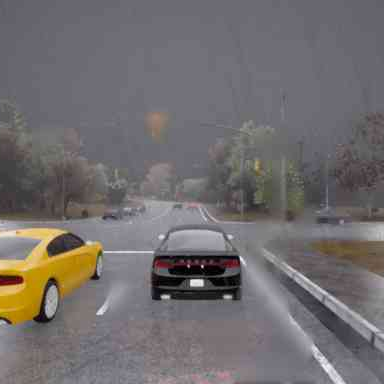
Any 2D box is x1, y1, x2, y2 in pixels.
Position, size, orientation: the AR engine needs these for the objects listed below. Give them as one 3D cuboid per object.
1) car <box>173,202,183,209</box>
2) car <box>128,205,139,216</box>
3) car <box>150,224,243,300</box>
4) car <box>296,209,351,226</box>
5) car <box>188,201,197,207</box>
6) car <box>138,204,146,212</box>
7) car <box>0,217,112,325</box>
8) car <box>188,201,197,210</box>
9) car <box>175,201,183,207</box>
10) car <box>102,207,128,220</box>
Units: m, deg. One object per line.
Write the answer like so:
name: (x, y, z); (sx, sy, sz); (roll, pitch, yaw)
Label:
car: (-3.369, 3.177, 76.721); (1.837, 1.490, 4.892); (0, 0, 0)
car: (-10.491, 3.207, 54.667); (1.812, 1.442, 4.674); (0, -1, 0)
car: (0.098, 1.565, 8.579); (1.882, 1.535, 5.008); (0, -1, 0)
car: (12.449, 2.436, 31.612); (4.892, 1.490, 1.837); (0, -2, 0)
car: (0.046, 3.155, 86.368); (2.033, 1.411, 5.357); (0, 0, -3)
car: (-10.408, 3.237, 66.576); (2.128, 1.511, 4.902); (0, 0, 1)
car: (-3.408, 1.542, 7.336); (1.882, 1.535, 5.008); (0, -1, 0)
car: (0.132, 3.036, 76.210); (2.097, 1.767, 4.553); (0, 0, 0)
car: (-3.470, 3.160, 86.790); (1.994, 1.385, 4.181); (0, 0, -3)
car: (-10.535, 2.998, 44.797); (2.033, 1.411, 5.357); (0, -2, 1)
